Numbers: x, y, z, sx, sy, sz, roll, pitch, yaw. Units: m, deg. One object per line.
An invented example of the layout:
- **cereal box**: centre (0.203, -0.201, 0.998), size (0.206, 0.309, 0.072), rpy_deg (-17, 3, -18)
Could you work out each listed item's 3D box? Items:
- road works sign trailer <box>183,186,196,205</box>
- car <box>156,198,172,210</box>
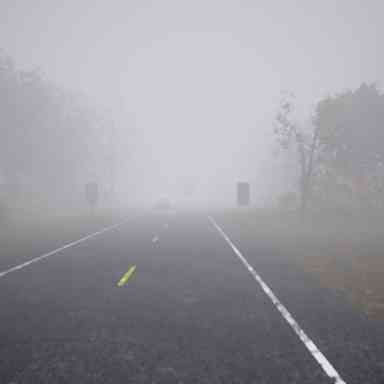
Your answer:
- **road works sign trailer**: centre (-0.395, 0.656, 60.842), size (2.380, 3.560, 2.880), rpy_deg (0, 0, 1)
- **car**: centre (-3.812, 1.623, 45.696), size (1.882, 1.535, 5.008), rpy_deg (0, 0, 0)
